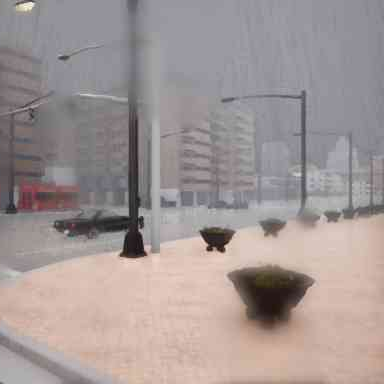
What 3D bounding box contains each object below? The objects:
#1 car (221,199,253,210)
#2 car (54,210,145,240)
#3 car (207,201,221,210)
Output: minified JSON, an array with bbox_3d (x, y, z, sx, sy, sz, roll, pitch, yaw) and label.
[{"bbox_3d":[7.229,2.196,52.836,2.033,1.411,5.357,0,-1,35],"label":"car"},{"bbox_3d":[-4.667,1.622,17.598,1.895,1.301,4.718,0,-1,35],"label":"car"},{"bbox_3d":[4.364,2.151,54.847,1.812,1.442,4.674,0,-1,35],"label":"car"}]
